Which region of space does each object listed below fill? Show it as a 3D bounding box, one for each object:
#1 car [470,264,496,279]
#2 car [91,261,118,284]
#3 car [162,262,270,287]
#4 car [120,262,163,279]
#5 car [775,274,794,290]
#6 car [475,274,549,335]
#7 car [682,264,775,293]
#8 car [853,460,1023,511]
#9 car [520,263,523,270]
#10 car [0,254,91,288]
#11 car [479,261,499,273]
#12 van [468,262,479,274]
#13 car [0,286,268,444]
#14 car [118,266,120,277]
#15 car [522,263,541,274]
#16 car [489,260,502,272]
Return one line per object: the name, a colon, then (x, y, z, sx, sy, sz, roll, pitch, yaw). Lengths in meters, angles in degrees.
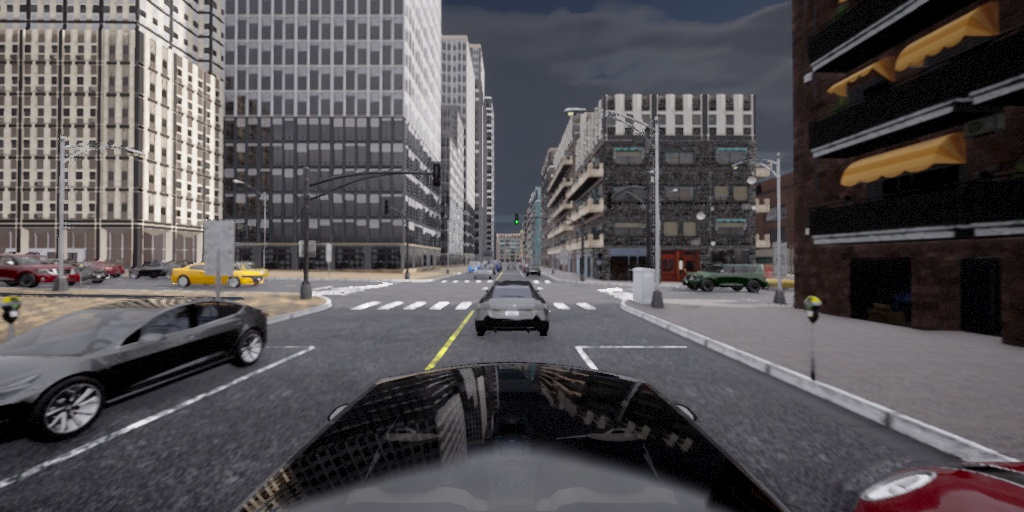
car: (-3.150, 1.816, 39.659, 1.895, 1.301, 4.718, 0, -1, 0)
car: (-28.420, 1.010, 22.541, 4.892, 1.490, 1.837, 1, -1, -1)
car: (-18.494, 1.169, 22.665, 5.008, 1.535, 1.882, 1, -1, 0)
car: (-27.524, 1.142, 28.336, 4.313, 1.339, 1.948, 0, 0, -1)
car: (21.329, 2.029, 28.943, 4.829, 1.417, 1.751, 0, 0, -1)
car: (0.017, 1.425, 10.934, 1.994, 1.385, 4.181, 0, -1, 0)
car: (15.548, 1.589, 26.289, 5.566, 2.045, 2.150, 1, -1, -1)
car: (2.694, 1.171, 0.178, 1.967, 1.591, 4.097, 0, 0, 0)
car: (2.619, 1.952, 55.031, 1.888, 1.381, 4.507, 0, 0, 0)
car: (-27.410, 0.814, 19.955, 5.009, 1.841, 2.192, 0, 0, -1)
car: (-3.159, 1.845, 49.649, 1.837, 1.490, 4.892, 0, -1, 0)
van: (-5.761, 1.748, 55.019, 1.690, 1.789, 3.998, 0, 0, 0)
car: (-5.694, 1.361, 5.412, 1.948, 1.339, 4.313, 0, 0, 0)
car: (-33.143, 1.052, 28.266, 4.207, 1.307, 1.802, 0, 0, -1)
car: (2.633, 1.848, 45.065, 1.948, 1.339, 4.313, 0, 0, 0)
car: (-3.150, 1.692, 60.125, 2.150, 2.045, 5.566, 0, -1, 0)
